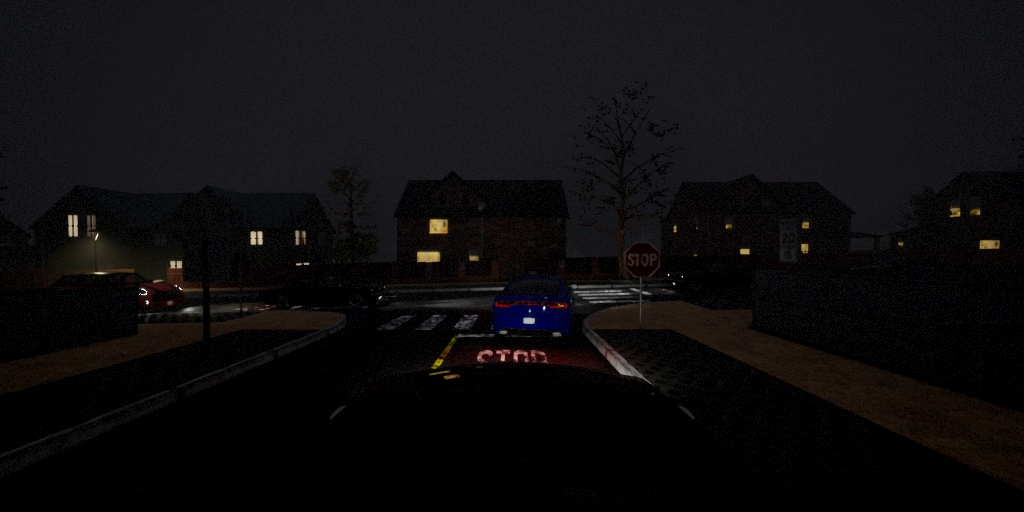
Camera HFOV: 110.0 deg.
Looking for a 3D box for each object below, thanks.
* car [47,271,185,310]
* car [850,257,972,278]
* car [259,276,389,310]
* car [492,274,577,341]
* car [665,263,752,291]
[{"bbox_3d":[-16.807,1.471,15.251,4.553,1.767,2.097,-1,1,0],"label":"car"},{"bbox_3d":[20.046,0.753,18.243,5.357,1.411,2.033,-1,1,0],"label":"car"},{"bbox_3d":[-7.819,1.506,15.264,4.718,1.301,1.895,-1,1,0],"label":"car"},{"bbox_3d":[0.781,1.226,10.061,1.882,1.535,5.008,0,0,10],"label":"car"},{"bbox_3d":[10.401,1.034,18.202,4.718,1.301,1.895,-1,1,-1],"label":"car"}]
